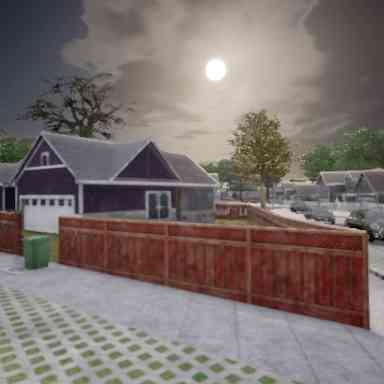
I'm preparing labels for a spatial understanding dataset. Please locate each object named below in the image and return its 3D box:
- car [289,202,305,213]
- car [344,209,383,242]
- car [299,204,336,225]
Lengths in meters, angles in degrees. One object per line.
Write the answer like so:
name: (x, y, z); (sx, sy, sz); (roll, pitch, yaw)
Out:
car: (16.469, 2.307, 51.487); (2.097, 1.767, 4.553); (0, -1, 6)
car: (10.303, 1.772, 18.741); (2.097, 1.767, 4.553); (0, -1, 6)
car: (11.422, 2.109, 30.071); (1.837, 1.490, 4.892); (0, -1, 6)
